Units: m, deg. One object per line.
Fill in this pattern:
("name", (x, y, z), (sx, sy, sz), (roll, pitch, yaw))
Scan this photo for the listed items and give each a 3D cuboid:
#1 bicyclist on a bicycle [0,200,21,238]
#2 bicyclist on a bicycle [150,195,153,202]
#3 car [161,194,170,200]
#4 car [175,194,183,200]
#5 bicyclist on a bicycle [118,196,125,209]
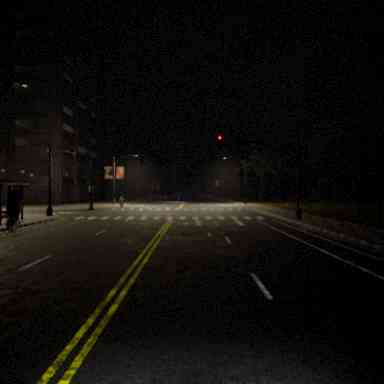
("bicyclist on a bicycle", (-8.747, 1.296, 16.090), (0.659, 1.776, 1.843), (0, 0, 0))
("bicyclist on a bicycle", (-8.741, 1.456, 72.057), (0.582, 1.620, 1.656), (0, 0, 0))
("car", (-6.490, 1.199, 81.522), (1.812, 1.442, 4.674), (0, 0, 0))
("car", (-3.240, 1.200, 81.521), (2.128, 1.511, 4.902), (0, 0, 0))
("bicyclist on a bicycle", (-8.758, 1.275, 41.251), (0.866, 1.612, 1.509), (0, 0, 0))
